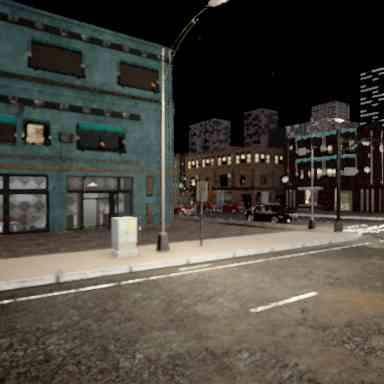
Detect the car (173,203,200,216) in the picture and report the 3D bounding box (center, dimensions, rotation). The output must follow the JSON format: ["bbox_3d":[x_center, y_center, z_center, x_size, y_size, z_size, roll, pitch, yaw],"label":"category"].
[{"bbox_3d":[-1.375,2.019,40.141,1.967,1.590,4.097,-1,0,-35],"label":"car"}]

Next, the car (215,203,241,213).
[{"bbox_3d":[5.456,2.143,44.999,1.802,1.307,4.206,-1,0,-35],"label":"car"}]

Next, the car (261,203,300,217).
[{"bbox_3d":[7.941,1.957,31.564,1.812,1.442,4.674,0,-1,-36],"label":"car"}]

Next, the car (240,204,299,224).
[{"bbox_3d":[6.570,1.986,28.762,1.947,1.339,4.313,-1,0,-35],"label":"car"}]

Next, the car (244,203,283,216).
[{"bbox_3d":[8.663,2.048,40.488,2.008,1.369,4.403,-1,0,-35],"label":"car"}]

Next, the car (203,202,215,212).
[{"bbox_3d":[2.249,2.205,49.509,1.802,1.307,4.206,-1,0,-35],"label":"car"}]
